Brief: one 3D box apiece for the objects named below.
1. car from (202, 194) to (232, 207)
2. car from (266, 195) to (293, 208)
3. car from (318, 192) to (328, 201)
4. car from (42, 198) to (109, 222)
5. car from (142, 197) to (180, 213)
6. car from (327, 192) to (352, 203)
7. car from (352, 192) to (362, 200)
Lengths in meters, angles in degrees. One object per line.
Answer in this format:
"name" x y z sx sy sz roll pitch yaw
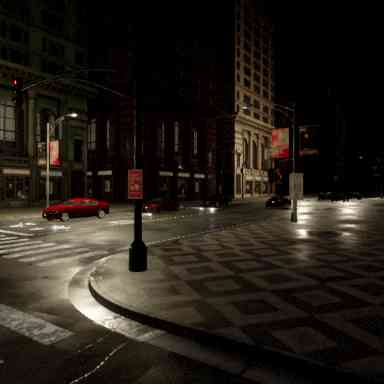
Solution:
"car" 3.054 1.008 40.252 1.837 1.490 4.892 0 1 36
"car" 10.237 1.062 38.814 1.994 1.385 4.181 0 1 35
"car" 22.951 0.709 56.697 2.128 1.511 4.902 0 0 35
"car" -8.350 1.231 24.221 1.882 1.535 5.008 0 1 35
"car" -2.982 1.199 31.769 1.994 1.385 4.181 0 1 36
"car" 22.408 0.834 50.329 1.812 1.442 4.674 0 1 36
"car" 29.565 0.675 60.404 1.812 1.442 4.674 0 1 35
